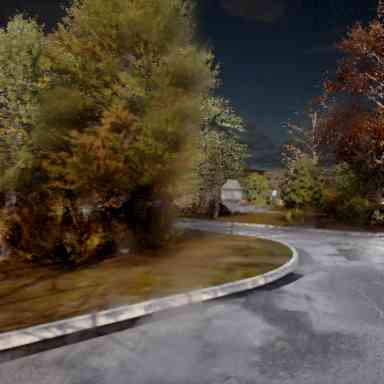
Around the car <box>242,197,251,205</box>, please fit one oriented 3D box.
[{"bbox_3d":[10.584,2.153,76.573,2.185,1.767,4.553,1,-1,-36],"label":"car"}]

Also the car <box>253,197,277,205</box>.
[{"bbox_3d":[18.041,2.204,82.011,2.435,2.045,5.566,2,-1,-36],"label":"car"}]

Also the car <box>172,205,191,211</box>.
[{"bbox_3d":[-1.933,2.200,52.369,2.002,1.452,4.674,0,0,-36],"label":"car"}]

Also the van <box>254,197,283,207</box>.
[{"bbox_3d":[14.833,1.990,64.675,1.878,1.987,4.442,1,-1,-36],"label":"van"}]

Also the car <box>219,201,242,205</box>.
[{"bbox_3d":[8.096,2.238,75.029,1.946,1.575,5.366,1,-1,-36],"label":"car"}]

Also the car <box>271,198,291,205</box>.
[{"bbox_3d":[22.837,2.484,85.531,2.185,1.767,4.553,2,-1,-36],"label":"car"}]

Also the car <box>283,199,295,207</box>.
[{"bbox_3d":[17.267,2.248,66.073,1.946,1.575,5.366,1,-1,-36],"label":"car"}]

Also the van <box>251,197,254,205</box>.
[{"bbox_3d":[13.091,2.104,78.292,1.878,1.987,4.442,1,-1,-36],"label":"van"}]

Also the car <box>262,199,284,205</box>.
[{"bbox_3d":[20.373,2.530,83.753,2.097,1.535,5.008,2,-1,-36],"label":"car"}]

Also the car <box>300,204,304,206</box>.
[{"bbox_3d":[19.419,2.289,67.638,1.946,1.575,5.366,1,-1,-36],"label":"car"}]
